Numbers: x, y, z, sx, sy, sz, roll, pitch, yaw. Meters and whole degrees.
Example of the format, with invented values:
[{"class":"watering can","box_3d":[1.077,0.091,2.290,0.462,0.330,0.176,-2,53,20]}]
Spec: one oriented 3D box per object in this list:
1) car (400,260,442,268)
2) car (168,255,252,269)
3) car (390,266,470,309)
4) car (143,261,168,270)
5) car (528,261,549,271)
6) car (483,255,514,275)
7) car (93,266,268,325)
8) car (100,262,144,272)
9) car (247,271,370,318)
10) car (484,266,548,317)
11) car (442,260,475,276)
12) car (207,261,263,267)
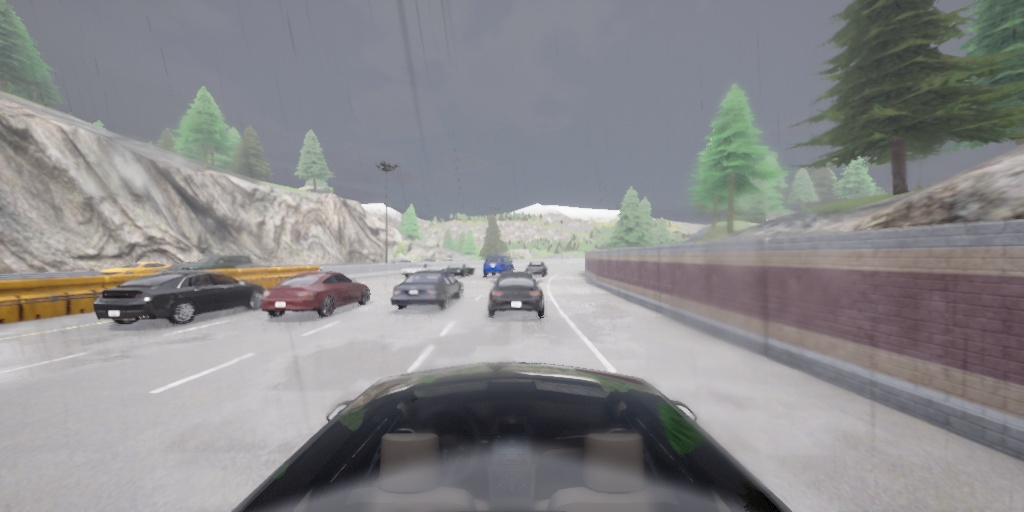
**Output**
[{"class":"car","box_3d":[-8.445,1.349,33.836,1.895,1.301,4.718,0,0,9]},{"class":"car","box_3d":[-23.467,0.970,28.718,2.150,2.045,5.566,0,0,7]},{"class":"car","box_3d":[-3.286,1.297,14.809,2.033,1.411,5.357,0,0,2]},{"class":"car","box_3d":[-26.840,1.253,29.771,1.837,1.490,4.892,0,0,7]},{"class":"car","box_3d":[2.516,1.239,35.349,2.128,1.511,4.902,0,0,10]},{"class":"car","box_3d":[-1.234,0.969,34.476,2.150,2.045,5.566,0,0,10]},{"class":"car","box_3d":[-10.347,1.254,11.787,1.837,1.490,4.892,0,0,1]},{"class":"car","box_3d":[-30.395,1.226,29.474,1.882,1.535,5.008,0,0,7]},{"class":"car","box_3d":[-6.833,1.275,12.950,1.812,1.442,4.674,0,0,1]},{"class":"car","box_3d":[0.172,1.275,13.013,1.812,1.442,4.674,0,0,1]},{"class":"car","box_3d":[-4.898,1.349,33.830,1.895,1.301,4.718,0,0,9]},{"class":"car","box_3d":[-20.088,1.312,27.224,1.994,1.385,4.181,0,0,6]}]
